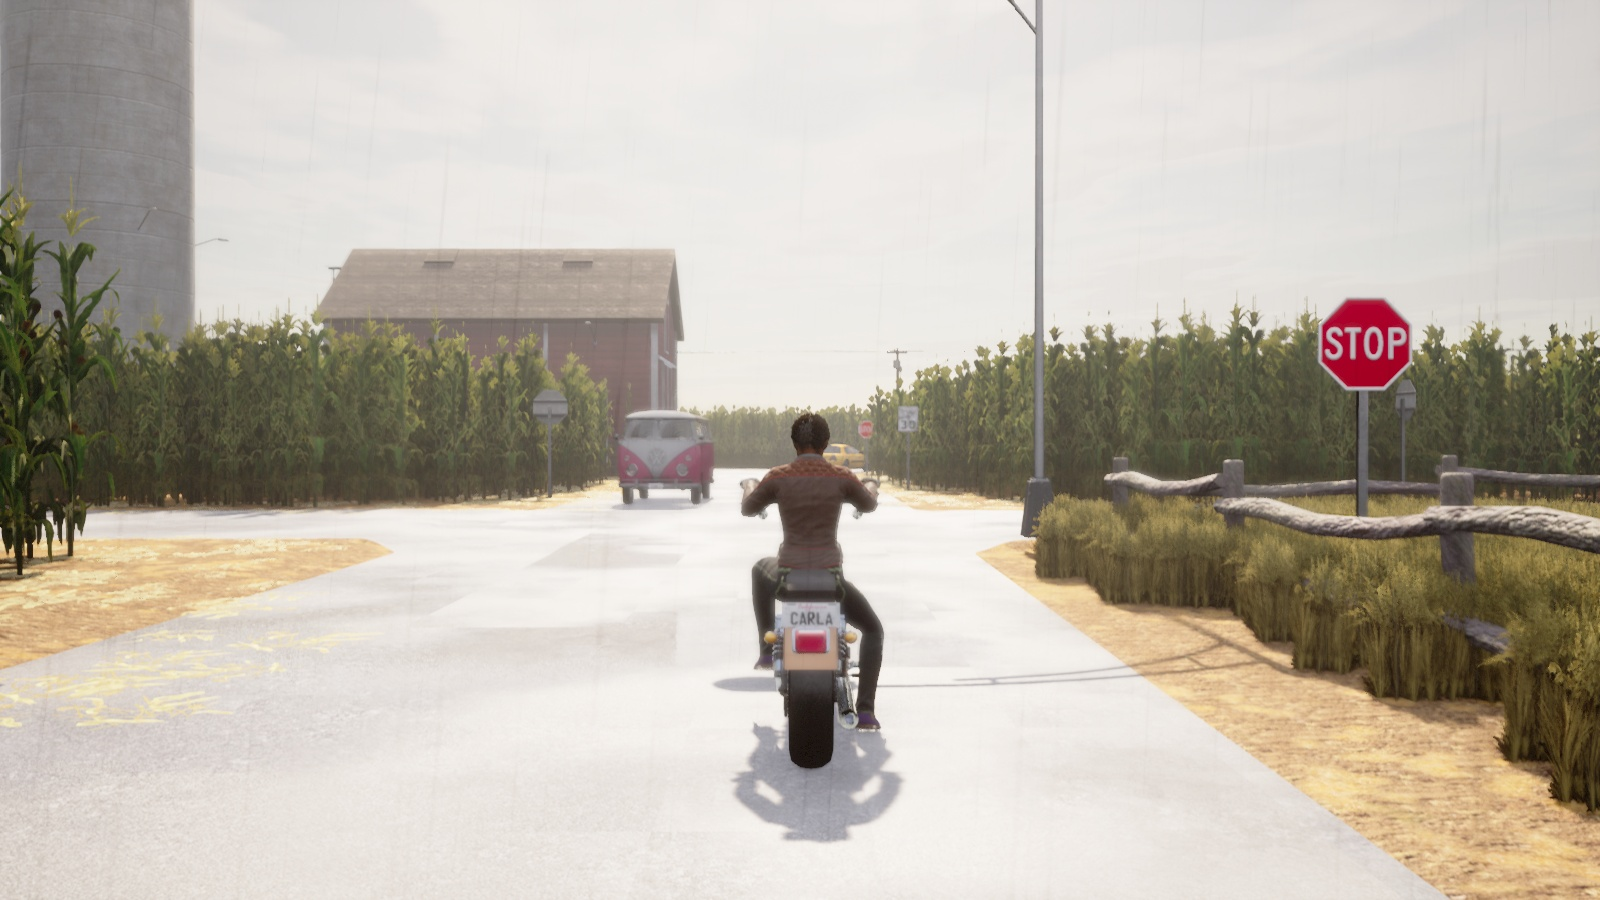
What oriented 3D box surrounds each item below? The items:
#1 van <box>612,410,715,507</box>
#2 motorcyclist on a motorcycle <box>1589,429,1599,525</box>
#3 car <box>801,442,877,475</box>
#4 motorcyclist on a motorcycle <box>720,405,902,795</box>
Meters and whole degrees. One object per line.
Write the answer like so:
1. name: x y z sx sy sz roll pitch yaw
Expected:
1. van: -2.923 0.161 27.817 1.775 1.987 4.442 0 0 0
2. motorcyclist on a motorcycle: 14.875 0.476 21.413 2.350 1.649 0.766 0 0 1
3. car: 2.075 0.398 64.353 1.801 1.575 5.366 0 0 27
4. motorcyclist on a motorcycle: 0.053 0.624 6.487 0.766 1.649 2.350 0 0 0
